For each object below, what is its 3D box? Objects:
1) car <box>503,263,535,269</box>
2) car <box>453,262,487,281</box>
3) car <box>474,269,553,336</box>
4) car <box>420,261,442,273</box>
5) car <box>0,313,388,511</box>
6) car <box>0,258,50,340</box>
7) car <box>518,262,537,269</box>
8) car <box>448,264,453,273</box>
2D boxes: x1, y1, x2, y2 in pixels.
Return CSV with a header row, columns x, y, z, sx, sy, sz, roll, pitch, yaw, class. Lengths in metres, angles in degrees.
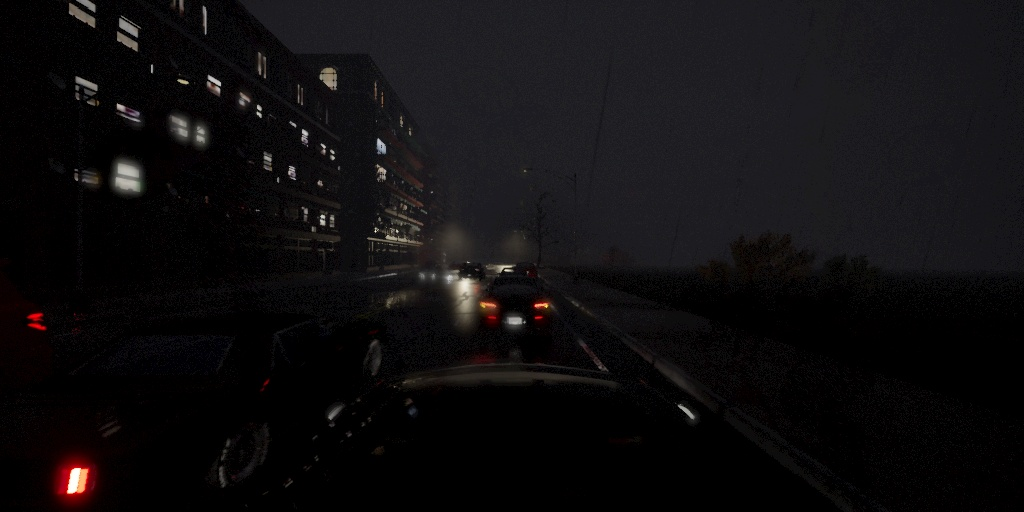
x,y,z,sx,sy,sz,roll,pitch,yaw,class
0.060,1.317,20.417,1.994,1.385,4.181,0,0,0,car
-3.213,1.246,29.581,2.128,1.511,4.902,0,0,0,car
0.073,1.277,10.250,1.812,1.442,4.674,0,0,0,car
-9.946,1.300,44.606,2.033,1.411,5.357,0,0,0,car
-3.157,1.351,4.391,1.895,1.301,4.718,0,0,0,car
-6.603,0.971,1.919,2.150,2.045,5.566,0,0,0,car
1.075,1.231,29.945,1.882,1.535,5.008,0,0,0,car
-6.694,1.354,44.296,1.895,1.301,4.718,0,0,0,car
